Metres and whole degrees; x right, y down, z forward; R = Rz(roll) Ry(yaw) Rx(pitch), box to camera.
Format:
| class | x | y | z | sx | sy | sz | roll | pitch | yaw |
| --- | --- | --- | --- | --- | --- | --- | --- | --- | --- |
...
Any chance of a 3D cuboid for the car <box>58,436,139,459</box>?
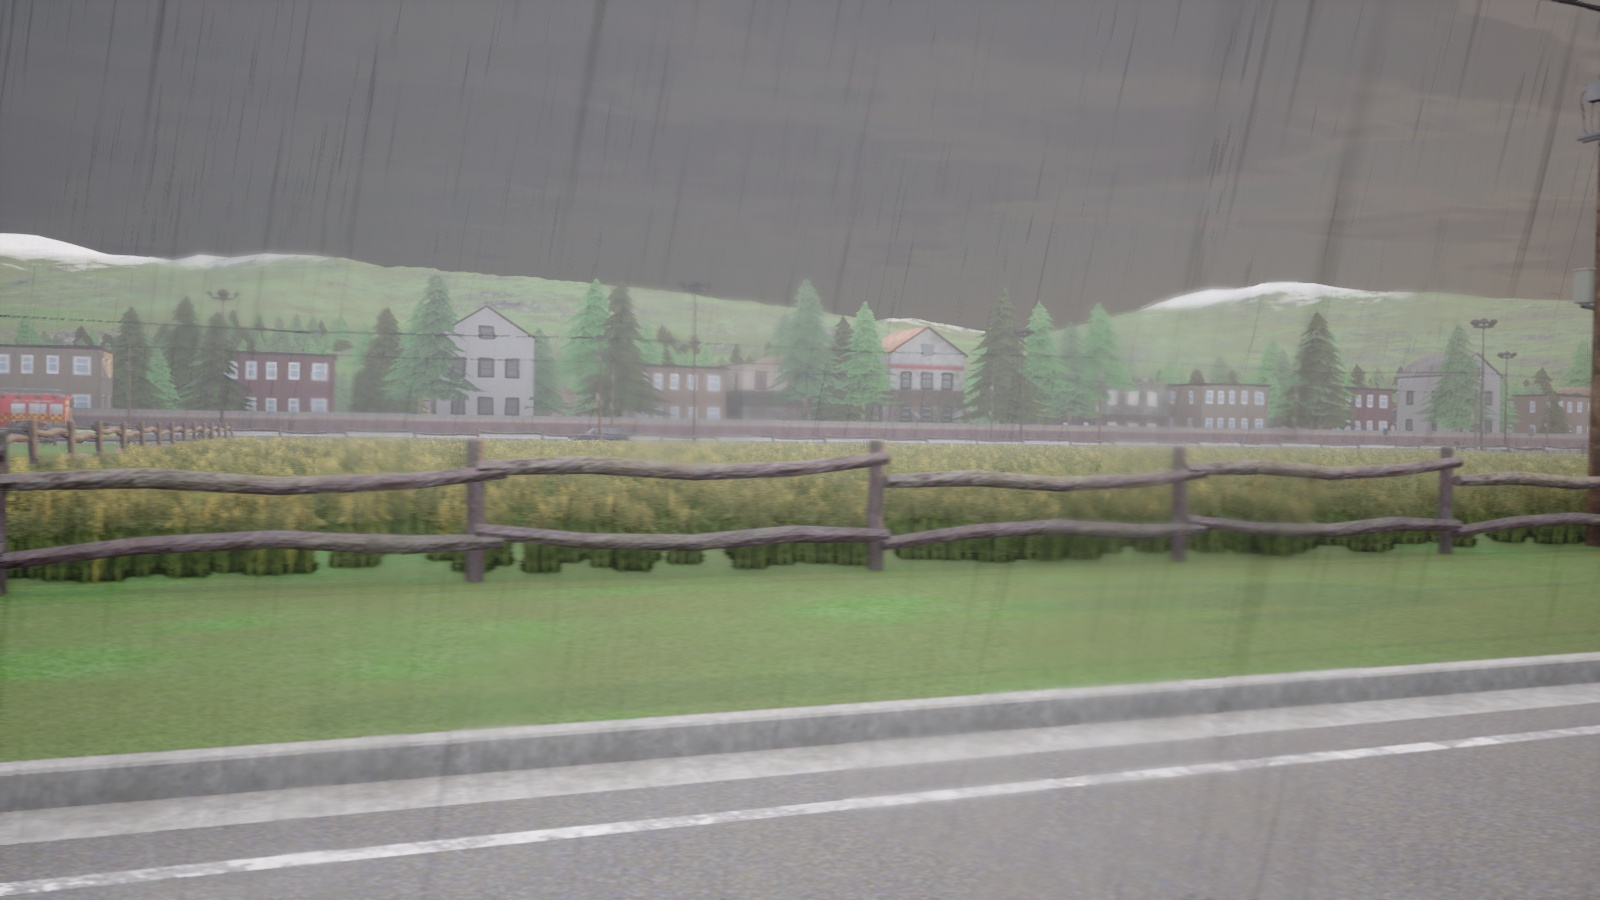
| class | x | y | z | sx | sy | sz | roll | pitch | yaw |
| --- | --- | --- | --- | --- | --- | --- | --- | --- | --- |
| car | -47.404 | -0.172 | 84.951 | 4.514 | 1.525 | 2.007 | -1 | 1 | -21 |

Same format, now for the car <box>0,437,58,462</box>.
| class | x | y | z | sx | sy | sz | roll | pitch | yaw |
| --- | --- | --- | --- | --- | --- | --- | --- | --- | --- |
| car | -49.792 | -0.053 | 80.320 | 3.705 | 1.549 | 1.789 | -1 | 1 | -21 |

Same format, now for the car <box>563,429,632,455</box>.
| class | x | y | z | sx | sy | sz | roll | pitch | yaw |
| --- | --- | --- | --- | --- | --- | --- | --- | --- | --- |
| car | -14.480 | -0.581 | 89.806 | 4.553 | 1.767 | 2.097 | -1 | 1 | -21 |
